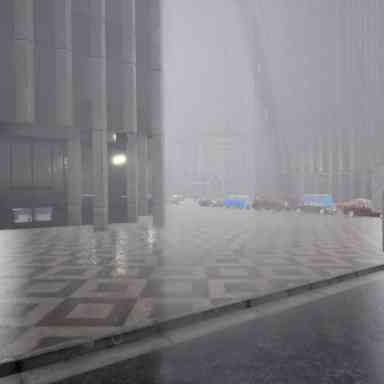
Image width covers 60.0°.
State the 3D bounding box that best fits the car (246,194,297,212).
[{"bbox_3d":[9.079,1.291,37.876,2.192,1.841,5.009,-1,1,-36],"label":"car"}]

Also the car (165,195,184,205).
[{"bbox_3d":[-3.776,1.440,55.855,2.008,1.369,4.403,-1,1,-36],"label":"car"}]

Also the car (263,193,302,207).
[{"bbox_3d":[12.812,1.131,47.320,2.192,1.841,5.009,-1,1,-36],"label":"car"}]

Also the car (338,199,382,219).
[{"bbox_3d":[15.509,1.567,28.890,1.887,1.381,4.507,-1,1,-36],"label":"car"}]

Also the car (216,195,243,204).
[{"bbox_3d":[6.291,1.297,56.451,1.752,1.417,4.829,-1,1,-36],"label":"car"}]

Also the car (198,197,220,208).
[{"bbox_3d":[2.652,1.372,46.865,1.967,1.590,4.097,-1,1,-36],"label":"car"}]

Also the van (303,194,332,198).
[{"bbox_3d":[16.025,1.179,42.826,1.690,1.788,3.998,-1,1,-36],"label":"van"}]

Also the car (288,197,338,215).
[{"bbox_3d":[12.295,1.550,33.384,2.008,1.369,4.403,-1,1,-36],"label":"car"}]

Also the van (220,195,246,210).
[{"bbox_3d":[5.864,1.295,42.371,1.690,1.788,3.998,-1,1,-36],"label":"van"}]
